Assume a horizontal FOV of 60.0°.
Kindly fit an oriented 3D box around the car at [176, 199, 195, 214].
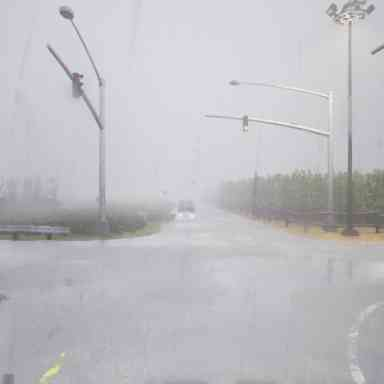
[{"bbox_3d":[-0.713,1.529,36.482,2.033,1.411,5.357,0,0,-3],"label":"car"}]
